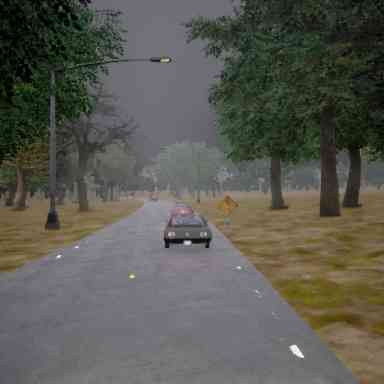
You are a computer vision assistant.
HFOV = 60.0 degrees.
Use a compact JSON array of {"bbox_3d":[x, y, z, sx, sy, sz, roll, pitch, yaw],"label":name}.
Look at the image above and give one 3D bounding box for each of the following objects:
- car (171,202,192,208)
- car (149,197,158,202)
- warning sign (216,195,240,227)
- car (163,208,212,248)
[{"bbox_3d":[-0.904,1.595,29.767,1.994,1.385,4.181,0,0,-3],"label":"car"},{"bbox_3d":[-8.913,1.711,76.206,1.895,1.301,4.718,0,0,-9],"label":"car"},{"bbox_3d":[2.200,1.132,20.457,1.300,1.860,1.060,-1,-1,-2],"label":"warning sign"},{"bbox_3d":[-0.228,1.627,14.764,1.895,1.301,4.718,0,0,-2],"label":"car"}]
